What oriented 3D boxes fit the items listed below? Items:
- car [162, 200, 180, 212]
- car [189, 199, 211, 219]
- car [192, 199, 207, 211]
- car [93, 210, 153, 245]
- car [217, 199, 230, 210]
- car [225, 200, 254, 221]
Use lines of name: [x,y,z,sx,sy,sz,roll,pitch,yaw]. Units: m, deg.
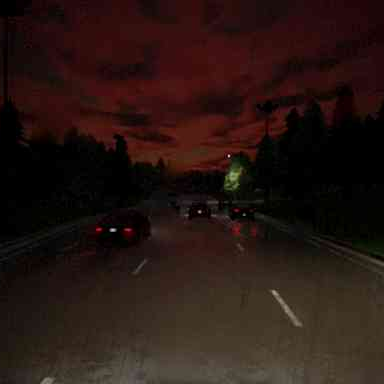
car: [-2.529,1.687,41.016,1.994,1.385,4.181,0,0,1]
car: [0.717,1.671,30.404,1.994,1.385,4.181,0,0,1]
car: [1.030,1.682,44.698,1.812,1.442,4.674,0,0,2]
car: [-3.093,1.581,15.780,2.033,1.411,5.357,0,0,1]
car: [4.594,1.676,46.315,2.128,1.511,4.902,0,0,1]
car: [4.198,1.649,28.671,1.812,1.442,4.674,0,0,1]
